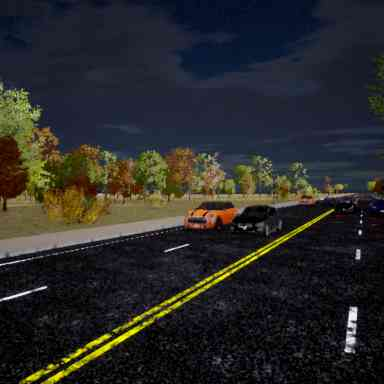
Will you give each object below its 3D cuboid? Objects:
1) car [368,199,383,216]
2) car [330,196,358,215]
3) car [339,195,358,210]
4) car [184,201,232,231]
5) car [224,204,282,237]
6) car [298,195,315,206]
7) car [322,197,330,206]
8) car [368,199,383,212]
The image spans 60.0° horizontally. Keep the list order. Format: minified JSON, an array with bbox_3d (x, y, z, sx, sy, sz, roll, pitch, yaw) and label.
[{"bbox_3d":[17.953,1.529,31.499,1.812,1.442,4.674,0,0,28],"label":"car"},{"bbox_3d":[16.013,1.495,34.708,2.128,1.511,4.902,0,0,27],"label":"car"},{"bbox_3d":[20.644,1.355,43.682,2.097,1.767,4.553,0,0,27],"label":"car"},{"bbox_3d":[1.306,1.356,20.824,2.097,1.767,4.553,0,0,28],"label":"car"},{"bbox_3d":[3.667,1.507,18.323,1.837,1.490,4.892,0,0,27],"label":"car"},{"bbox_3d":[18.892,1.354,54.843,2.097,1.767,4.553,0,0,28],"label":"car"},{"bbox_3d":[22.897,1.549,55.491,2.033,1.411,5.357,0,0,28],"label":"car"},{"bbox_3d":[22.505,1.551,40.310,2.033,1.411,5.357,0,0,28],"label":"car"}]
